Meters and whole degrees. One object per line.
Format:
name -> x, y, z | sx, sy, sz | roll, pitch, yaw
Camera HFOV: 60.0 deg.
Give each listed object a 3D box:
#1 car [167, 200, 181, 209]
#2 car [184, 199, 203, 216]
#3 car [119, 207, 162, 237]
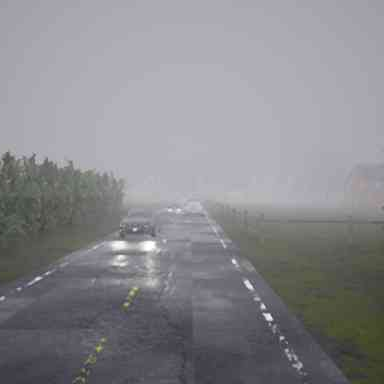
car -> -2.679, 1.888, 51.182 | 1.994, 1.385, 4.181 | 0, 0, 0
car -> 0.206, 1.756, 34.931 | 1.812, 1.442, 4.674 | 0, 0, 0
car -> -2.788, 1.635, 18.791 | 1.837, 1.490, 4.892 | 0, -1, 1
